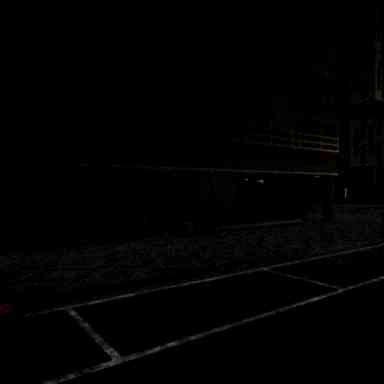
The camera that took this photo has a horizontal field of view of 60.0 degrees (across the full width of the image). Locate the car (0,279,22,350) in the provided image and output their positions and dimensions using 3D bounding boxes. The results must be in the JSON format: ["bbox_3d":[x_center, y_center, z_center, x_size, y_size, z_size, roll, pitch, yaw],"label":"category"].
[{"bbox_3d":[-4.185,1.586,3.553,4.206,1.307,1.802,0,0,-35],"label":"car"}]
